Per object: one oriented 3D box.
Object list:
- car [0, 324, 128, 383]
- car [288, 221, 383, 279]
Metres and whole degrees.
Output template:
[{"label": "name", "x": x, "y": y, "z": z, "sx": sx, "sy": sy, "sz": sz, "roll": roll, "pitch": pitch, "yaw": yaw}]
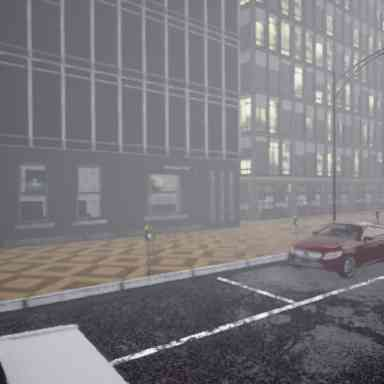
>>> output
[{"label": "car", "x": -2.615, "y": 1.606, "z": 1.515, "sx": 4.718, "sy": 1.301, "sz": 1.895, "roll": 0, "pitch": 0, "yaw": -35}, {"label": "car", "x": 4.671, "y": 1.548, "z": 9.895, "sx": 4.206, "sy": 1.307, "sz": 1.802, "roll": 0, "pitch": 0, "yaw": -35}]
